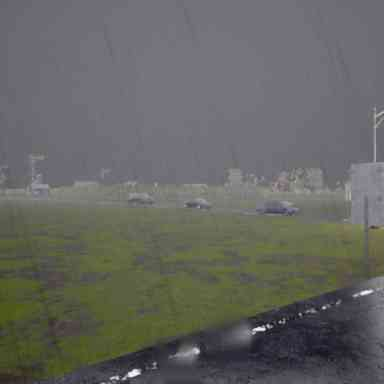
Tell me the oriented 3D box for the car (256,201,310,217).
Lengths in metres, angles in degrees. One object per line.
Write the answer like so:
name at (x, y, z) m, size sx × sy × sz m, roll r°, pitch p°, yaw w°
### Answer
car at (8.498, 1.524, 31.784) m, size 2.033 × 1.411 × 5.357 m, roll 0°, pitch 0°, yaw -33°

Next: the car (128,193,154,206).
car at (-8.500, 1.192, 55.071) m, size 2.150 × 2.045 × 5.566 m, roll 0°, pitch 0°, yaw -39°

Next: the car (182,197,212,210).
car at (0.621, 1.478, 43.132) m, size 1.837 × 1.490 × 4.892 m, roll 0°, pitch 0°, yaw -36°
